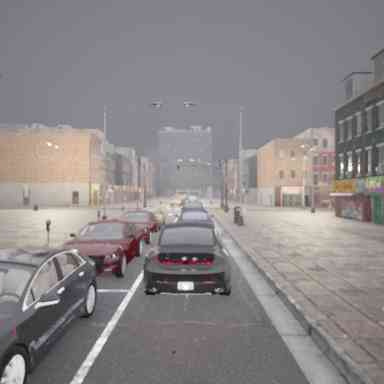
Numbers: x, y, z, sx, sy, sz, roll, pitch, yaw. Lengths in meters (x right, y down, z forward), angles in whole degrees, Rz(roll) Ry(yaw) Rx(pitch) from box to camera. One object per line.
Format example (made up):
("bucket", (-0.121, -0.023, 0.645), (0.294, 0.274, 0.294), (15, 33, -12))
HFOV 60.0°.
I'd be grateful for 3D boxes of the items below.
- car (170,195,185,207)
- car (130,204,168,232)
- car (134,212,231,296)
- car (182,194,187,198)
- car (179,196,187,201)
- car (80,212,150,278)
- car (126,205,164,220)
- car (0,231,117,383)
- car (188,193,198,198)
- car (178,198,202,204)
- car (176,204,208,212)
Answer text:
("car", (-2.510, 1.599, 52.978), (1.752, 1.417, 4.829), (0, 0, 0))
("car", (-2.584, 1.537, 21.021), (1.752, 1.417, 4.829), (0, 0, 0))
("car", (-0.059, 1.507, 8.619), (1.837, 1.490, 4.892), (0, 0, 1))
("car", (-2.496, 1.404, 58.592), (2.192, 1.841, 5.009), (0, 0, 0))
("car", (-2.421, 1.746, 91.256), (1.887, 1.381, 4.507), (0, 0, 0))
("car", (-2.609, 1.547, 10.202), (1.887, 1.381, 4.507), (0, 0, 0))
("car", (-2.597, 1.551, 15.697), (1.887, 1.381, 4.507), (0, 0, 0))
("car", (-2.622, 1.551, 4.709), (2.008, 1.369, 4.403), (0, 0, 0))
("car", (0.195, 1.389, 83.255), (2.150, 2.045, 5.566), (0, 0, 0))
("car", (0.085, 1.497, 26.565), (1.882, 1.535, 5.008), (0, 0, 0))
("car", (0.131, 1.533, 16.296), (1.812, 1.442, 4.674), (0, 0, 0))
